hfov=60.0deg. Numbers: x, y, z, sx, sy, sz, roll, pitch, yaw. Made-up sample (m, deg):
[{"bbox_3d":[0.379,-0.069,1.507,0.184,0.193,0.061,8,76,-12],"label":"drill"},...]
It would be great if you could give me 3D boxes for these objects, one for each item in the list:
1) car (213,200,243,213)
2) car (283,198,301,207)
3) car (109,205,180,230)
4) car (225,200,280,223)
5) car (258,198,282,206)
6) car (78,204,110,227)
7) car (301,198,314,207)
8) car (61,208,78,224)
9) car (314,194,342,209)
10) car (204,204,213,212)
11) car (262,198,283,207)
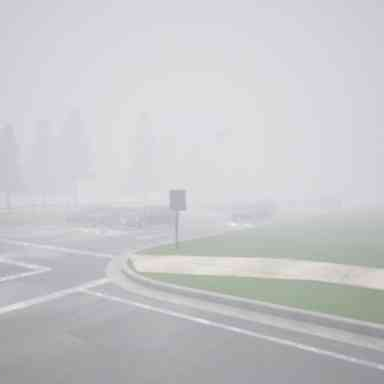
[{"bbox_3d":[5.059,1.717,39.469,2.128,1.511,4.902,-1,0,36],"label":"car"},{"bbox_3d":[16.674,1.728,55.149,2.128,1.511,4.902,-1,0,36],"label":"car"},{"bbox_3d":[-2.853,1.678,22.764,2.128,1.511,4.902,-1,0,36],"label":"car"},{"bbox_3d":[5.181,1.690,27.802,2.033,1.411,5.357,-1,0,36],"label":"car"},{"bbox_3d":[8.170,1.534,37.793,2.097,1.767,4.553,-1,0,36],"label":"car"},{"bbox_3d":[-5.478,1.777,25.103,2.033,1.411,5.357,-1,0,36],"label":"car"},{"bbox_3d":[19.497,1.724,53.079,1.837,1.490,4.892,-1,0,36],"label":"car"},{"bbox_3d":[-8.278,1.764,27.202,2.128,1.511,4.902,-1,0,36],"label":"car"},{"bbox_3d":[19.894,1.358,47.777,2.150,2.045,5.566,-1,-1,37],"label":"car"},{"bbox_3d":[3.519,1.869,43.283,1.895,1.301,4.718,-1,0,36],"label":"car"},{"bbox_3d":[13.852,1.827,57.218,1.994,1.385,4.181,-1,0,36],"label":"car"}]
